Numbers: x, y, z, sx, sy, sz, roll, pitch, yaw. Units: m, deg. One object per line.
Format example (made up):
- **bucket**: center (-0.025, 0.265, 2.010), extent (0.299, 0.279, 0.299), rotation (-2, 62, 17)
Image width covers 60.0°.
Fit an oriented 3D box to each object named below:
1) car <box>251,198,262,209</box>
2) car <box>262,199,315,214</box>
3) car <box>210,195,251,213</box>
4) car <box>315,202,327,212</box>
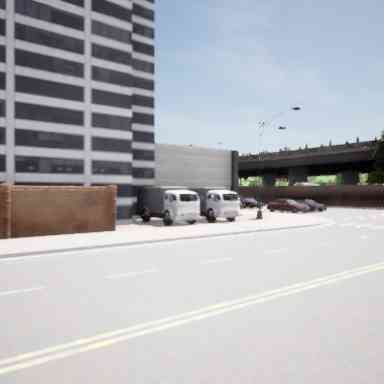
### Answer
- **car**: center (7.315, 1.460, 44.274), extent (2.033, 1.411, 5.357), rotation (0, 0, -35)
- **car**: center (9.958, 1.442, 34.559), extent (1.812, 1.442, 4.674), rotation (0, 0, -36)
- **car**: center (4.739, 1.442, 41.863), extent (1.812, 1.442, 4.674), rotation (0, 0, -36)
- **car**: center (12.686, 1.477, 36.762), extent (1.994, 1.385, 4.181), rotation (0, 0, -36)
